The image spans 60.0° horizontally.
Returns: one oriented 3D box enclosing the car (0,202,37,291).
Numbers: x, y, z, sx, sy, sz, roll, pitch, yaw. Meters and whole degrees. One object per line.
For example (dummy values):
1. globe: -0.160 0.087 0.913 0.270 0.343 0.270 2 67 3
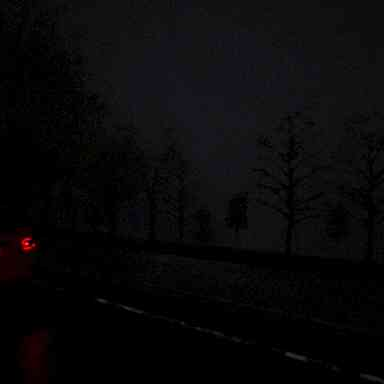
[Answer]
1. car: -5.912 1.230 7.833 5.566 2.045 2.150 0 0 36
